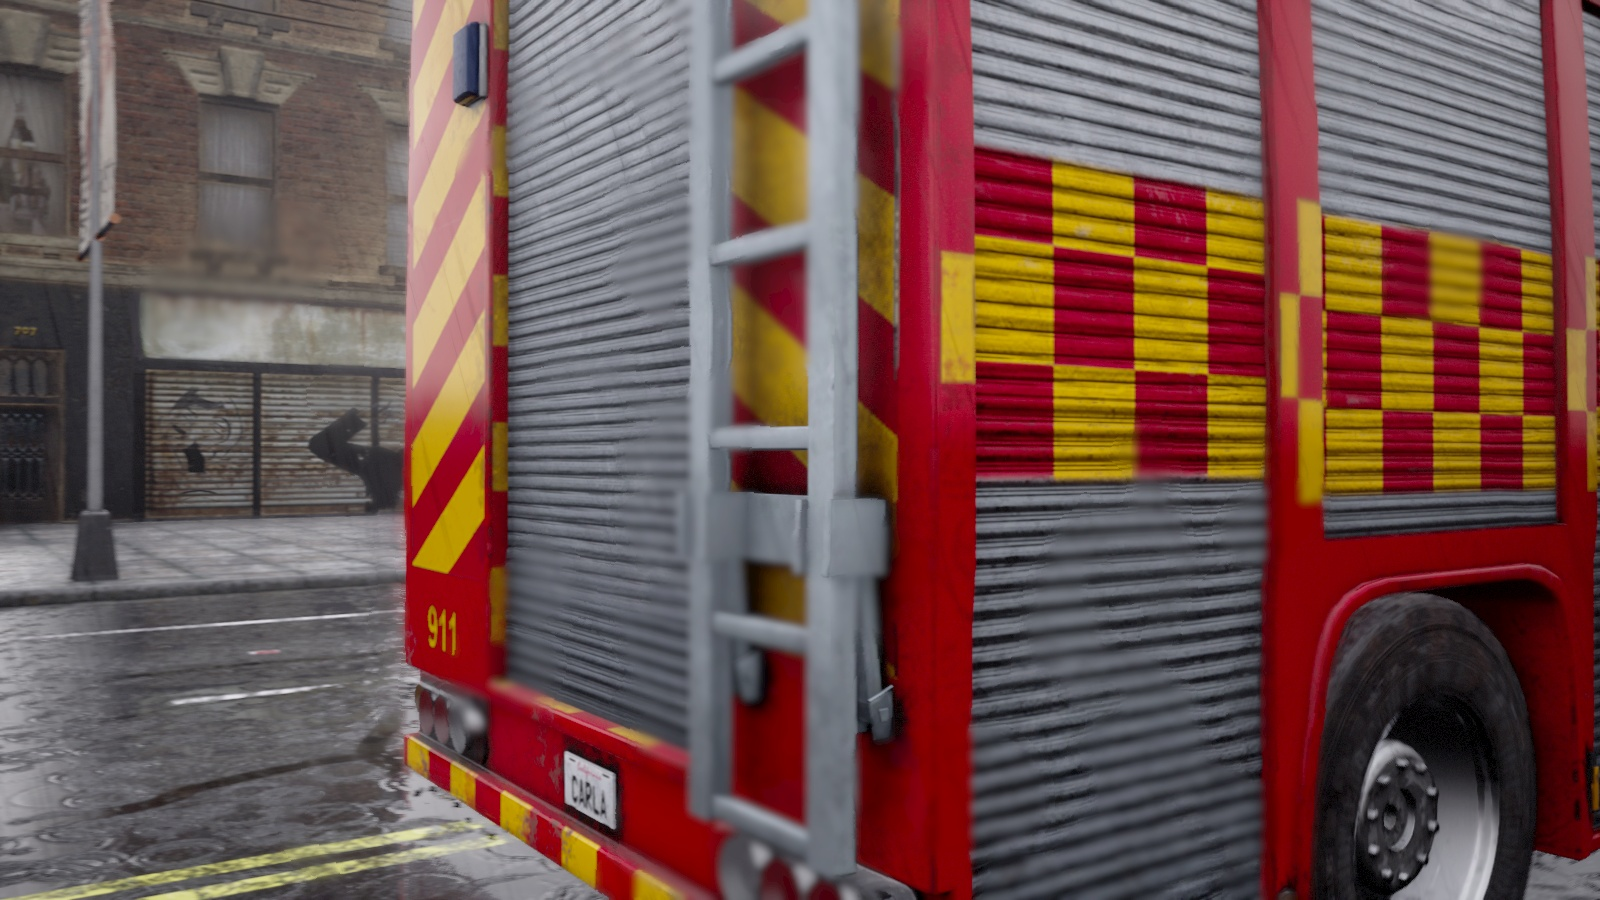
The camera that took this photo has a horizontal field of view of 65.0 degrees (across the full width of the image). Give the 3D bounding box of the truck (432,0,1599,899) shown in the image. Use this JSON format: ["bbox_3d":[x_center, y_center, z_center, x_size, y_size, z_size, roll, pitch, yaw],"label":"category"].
[{"bbox_3d":[2.981,-0.412,5.738,8.468,3.827,2.891,0,0,-35],"label":"truck"}]
